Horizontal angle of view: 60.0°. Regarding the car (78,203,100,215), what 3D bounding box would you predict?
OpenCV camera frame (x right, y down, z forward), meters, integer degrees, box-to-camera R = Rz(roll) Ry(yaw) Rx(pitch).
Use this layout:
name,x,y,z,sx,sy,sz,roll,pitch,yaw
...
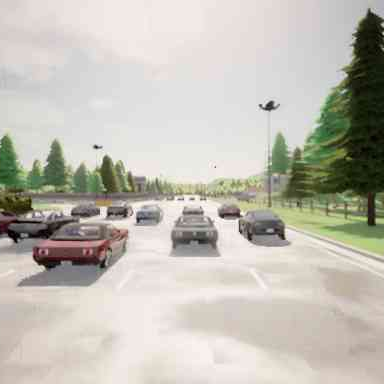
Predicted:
name,x,y,z,sx,sy,sz,roll,pitch,yaw
car,-10.397,1.762,32.796,1.994,1.385,4.181,0,0,0

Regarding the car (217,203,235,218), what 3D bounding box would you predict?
name,x,y,z,sx,sy,sz,roll,pitch,yaw
car,3.603,1.761,32.787,1.994,1.385,4.181,0,0,0

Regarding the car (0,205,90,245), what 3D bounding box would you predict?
name,x,y,z,sx,sy,sz,roll,pitch,yaw
car,-6.901,1.589,16.148,2.128,1.511,4.902,0,0,0

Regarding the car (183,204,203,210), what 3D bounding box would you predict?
name,x,y,z,sx,sy,sz,roll,pitch,yaw
car,0.102,1.785,30.531,1.895,1.301,4.718,0,0,0

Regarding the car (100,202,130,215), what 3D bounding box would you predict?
name,x,y,z,sx,sy,sz,roll,pitch,yaw
car,-6.897,1.685,32.119,2.128,1.511,4.902,0,0,0

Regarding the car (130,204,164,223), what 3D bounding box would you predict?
name,x,y,z,sx,sy,sz,roll,pitch,yaw
car,-3.400,1.711,27.247,2.033,1.411,5.357,0,0,0

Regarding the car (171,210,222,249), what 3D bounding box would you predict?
name,x,y,z,sx,sy,sz,roll,pitch,yaw
car,0.099,1.692,15.118,1.895,1.301,4.718,0,0,0

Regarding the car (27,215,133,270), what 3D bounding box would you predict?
name,x,y,z,sx,sy,sz,roll,pitch,yaw
car,-3.408,1.670,11.278,1.895,1.301,4.718,0,0,0

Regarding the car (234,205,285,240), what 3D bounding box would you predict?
name,x,y,z,sx,sy,sz,roll,pitch,yaw
car,3.588,1.632,17.603,1.812,1.442,4.674,0,0,0
